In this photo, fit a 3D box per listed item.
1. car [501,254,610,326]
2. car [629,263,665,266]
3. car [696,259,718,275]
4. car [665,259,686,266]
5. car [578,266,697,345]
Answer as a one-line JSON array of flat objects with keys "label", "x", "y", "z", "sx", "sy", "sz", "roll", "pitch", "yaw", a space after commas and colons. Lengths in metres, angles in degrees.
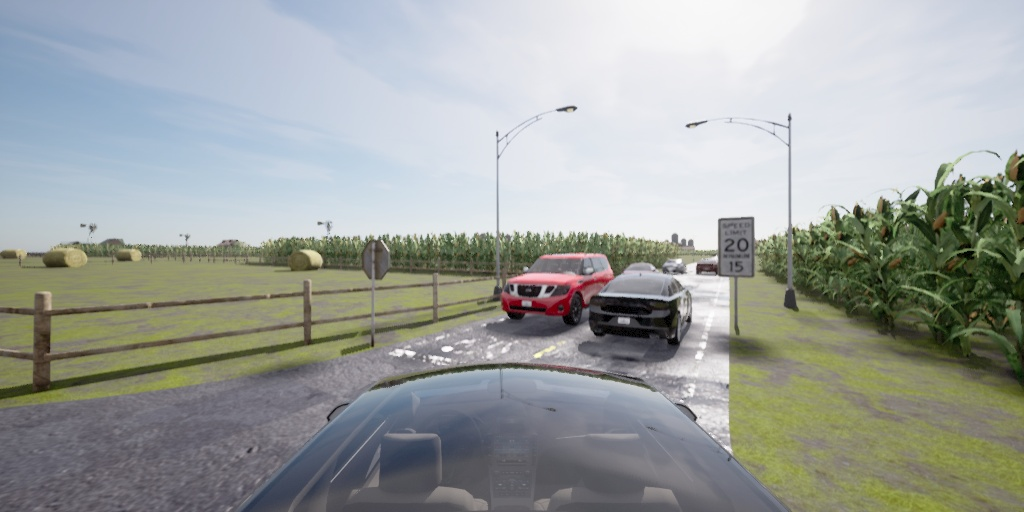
[{"label": "car", "x": 1.833, "y": 0.935, "z": 12.160, "sx": 2.150, "sy": 2.045, "sz": 5.566, "roll": 0, "pitch": 0, "yaw": 31}, {"label": "car", "x": 8.002, "y": 1.188, "z": 22.340, "sx": 1.812, "sy": 1.442, "sz": 4.674, "roll": 0, "pitch": 0, "yaw": 31}, {"label": "car", "x": 19.752, "y": 1.046, "z": 36.130, "sx": 1.882, "sy": 1.535, "sz": 5.008, "roll": 0, "pitch": 0, "yaw": 32}, {"label": "car", "x": 16.376, "y": 1.078, "z": 36.085, "sx": 2.128, "sy": 1.511, "sz": 4.902, "roll": 0, "pitch": 0, "yaw": 32}, {"label": "car", "x": 3.617, "y": 1.190, "z": 9.600, "sx": 1.882, "sy": 1.535, "sz": 5.008, "roll": 0, "pitch": 0, "yaw": 31}]
